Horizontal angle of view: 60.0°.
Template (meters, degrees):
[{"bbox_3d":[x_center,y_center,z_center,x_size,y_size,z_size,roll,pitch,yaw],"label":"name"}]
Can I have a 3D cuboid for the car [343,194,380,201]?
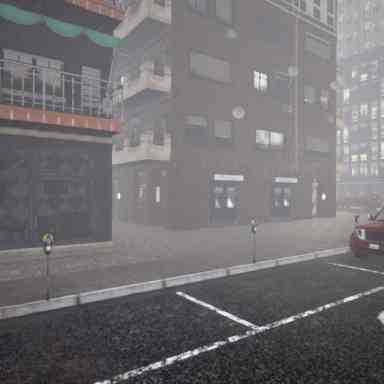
[{"bbox_3d":[19.367,1.110,38.952,2.192,1.841,5.009,1,0,-36],"label":"car"}]

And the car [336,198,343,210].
[{"bbox_3d":[12.752,1.331,34.201,1.802,1.307,4.206,1,0,-36],"label":"car"}]

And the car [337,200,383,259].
[{"bbox_3d":[7.506,1.317,11.424,5.009,1.841,2.192,0,0,-35],"label":"car"}]
